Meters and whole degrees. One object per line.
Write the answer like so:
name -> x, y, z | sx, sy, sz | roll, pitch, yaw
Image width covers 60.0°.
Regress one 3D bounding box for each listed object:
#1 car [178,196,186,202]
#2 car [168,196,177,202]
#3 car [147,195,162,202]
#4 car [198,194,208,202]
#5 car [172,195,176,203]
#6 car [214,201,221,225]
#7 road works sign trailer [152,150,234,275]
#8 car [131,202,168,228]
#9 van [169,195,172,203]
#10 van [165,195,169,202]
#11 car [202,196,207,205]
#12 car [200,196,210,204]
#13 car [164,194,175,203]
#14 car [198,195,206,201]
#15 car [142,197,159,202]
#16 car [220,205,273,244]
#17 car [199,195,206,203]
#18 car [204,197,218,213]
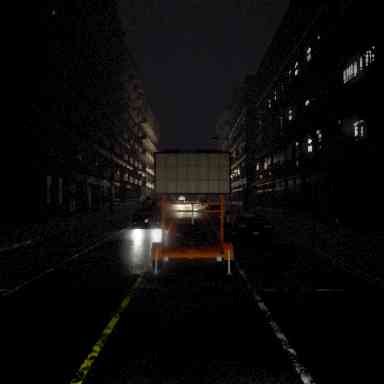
car -> -2.571, 1.772, 84.669 | 1.812, 1.442, 4.674 | 0, 0, 0
car -> -5.111, 1.829, 87.793 | 1.947, 1.339, 4.313 | 1, 0, 0
car -> -5.197, 1.398, 43.551 | 2.192, 1.841, 5.009 | 2, 0, 0
car -> 2.729, 1.550, 82.187 | 2.192, 1.841, 5.009 | 1, 0, 0
car -> -5.140, 1.499, 71.202 | 2.192, 1.841, 5.009 | 1, 0, 0
car -> 2.631, 1.554, 21.519 | 1.752, 1.417, 4.829 | 1, 0, 0
road works sign trailer -> 0.019, 0.475, 10.490 | 2.380, 3.560, 2.880 | 0, 0, 0
car -> -2.803, 1.594, 22.476 | 1.994, 1.385, 4.181 | 0, 0, 0
van -> -5.164, 1.479, 60.141 | 1.690, 1.788, 3.998 | 1, 0, 0
van -> -5.175, 1.458, 54.609 | 1.690, 1.788, 3.998 | 2, 0, 0
car -> 2.676, 1.633, 43.470 | 2.008, 1.369, 4.403 | 1, 0, 0
car -> 2.745, 1.624, 71.124 | 1.967, 1.590, 4.097 | 1, 0, 0
car -> -5.128, 1.524, 76.732 | 2.192, 1.841, 5.009 | 1, 0, 0
car -> 2.749, 1.733, 93.249 | 1.967, 1.590, 4.097 | 1, 0, 0
car -> -5.215, 1.593, 37.849 | 1.752, 1.417, 4.829 | 2, 0, 0
car -> 2.618, 1.563, 15.817 | 1.887, 1.381, 4.507 | 1, 0, 0
car -> 2.712, 1.683, 60.062 | 1.887, 1.381, 4.507 | 1, 0, 0
car -> 2.665, 1.612, 37.939 | 1.887, 1.381, 4.507 | 1, 0, 0
